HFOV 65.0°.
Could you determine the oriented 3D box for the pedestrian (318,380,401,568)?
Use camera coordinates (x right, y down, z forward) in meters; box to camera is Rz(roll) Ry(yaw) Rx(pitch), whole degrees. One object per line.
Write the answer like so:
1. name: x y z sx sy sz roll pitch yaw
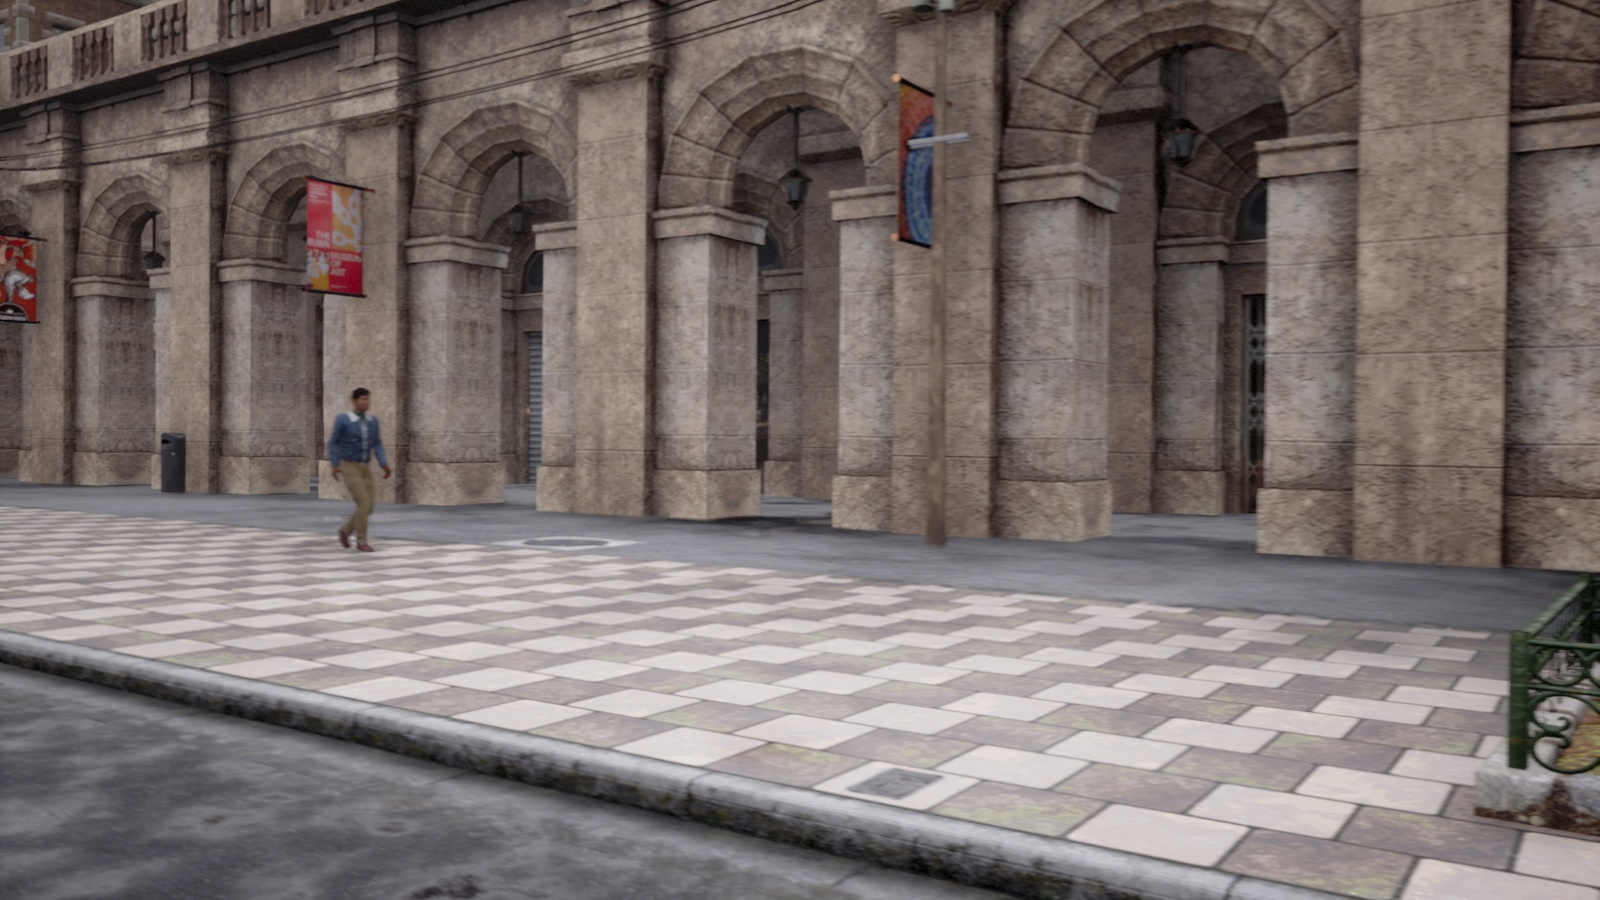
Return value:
1. pedestrian: -4.718 0.247 13.448 0.788 1.949 0.423 0 1 34
